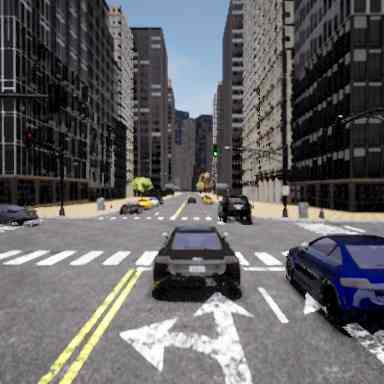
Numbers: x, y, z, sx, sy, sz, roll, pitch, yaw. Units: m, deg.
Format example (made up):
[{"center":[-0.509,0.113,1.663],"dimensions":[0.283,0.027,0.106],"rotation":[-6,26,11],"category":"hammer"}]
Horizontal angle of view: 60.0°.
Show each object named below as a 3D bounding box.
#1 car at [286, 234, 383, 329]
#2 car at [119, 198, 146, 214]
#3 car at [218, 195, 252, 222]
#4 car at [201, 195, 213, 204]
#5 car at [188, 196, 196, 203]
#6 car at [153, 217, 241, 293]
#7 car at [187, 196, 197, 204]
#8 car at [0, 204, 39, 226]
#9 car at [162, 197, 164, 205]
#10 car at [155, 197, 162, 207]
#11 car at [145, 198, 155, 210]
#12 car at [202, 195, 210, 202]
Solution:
[{"center":[3.392,1.586,7.094],"dimensions":[1.994,1.385,4.181],"rotation":[0,0,2],"category":"car"},{"center":[-6.596,1.675,36.371],"dimensions":[1.994,1.385,4.181],"rotation":[0,0,0],"category":"car"},{"center":[3.361,1.278,26.762],"dimensions":[2.150,2.045,5.566],"rotation":[0,0,0],"category":"car"},{"center":[3.241,1.666,66.800],"dimensions":[1.882,1.535,5.008],"rotation":[0,0,0],"category":"car"},{"center":[-0.012,1.690,77.635],"dimensions":[1.882,1.535,5.008],"rotation":[0,0,0],"category":"car"},{"center":[0.100,1.592,8.976],"dimensions":[1.994,1.385,4.181],"rotation":[0,0,0],"category":"car"},{"center":[-0.010,1.694,67.576],"dimensions":[1.837,1.490,4.892],"rotation":[0,0,0],"category":"car"},{"center":[-13.227,1.486,22.321],"dimensions":[5.357,1.411,2.033],"rotation":[1,1,2],"category":"car"},{"center":[-6.511,1.689,64.948],"dimensions":[1.837,1.490,4.892],"rotation":[0,0,0],"category":"car"},{"center":[-6.538,1.684,54.748],"dimensions":[1.812,1.442,4.674],"rotation":[0,0,1],"category":"car"},{"center":[-6.589,1.612,45.300],"dimensions":[1.882,1.535,5.008],"rotation":[0,0,0],"category":"car"},{"center":[3.238,1.544,77.218],"dimensions":[1.837,1.490,4.892],"rotation":[0,0,0],"category":"car"}]
